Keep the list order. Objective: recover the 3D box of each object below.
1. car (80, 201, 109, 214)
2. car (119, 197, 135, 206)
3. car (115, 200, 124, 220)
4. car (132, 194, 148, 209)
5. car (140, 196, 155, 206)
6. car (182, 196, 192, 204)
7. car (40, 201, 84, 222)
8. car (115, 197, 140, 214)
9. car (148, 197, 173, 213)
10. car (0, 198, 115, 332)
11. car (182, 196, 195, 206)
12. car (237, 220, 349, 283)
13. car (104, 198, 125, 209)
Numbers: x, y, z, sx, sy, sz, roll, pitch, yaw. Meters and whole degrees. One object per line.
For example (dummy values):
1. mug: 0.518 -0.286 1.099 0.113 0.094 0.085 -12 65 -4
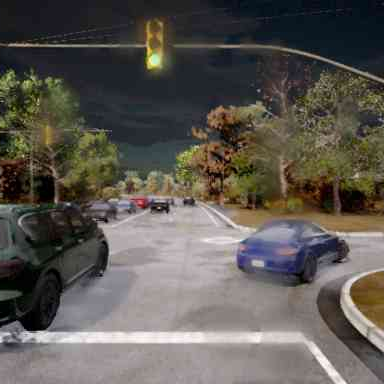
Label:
1. car: -10.660 1.646 36.647 1.895 1.301 4.718 0 0 0
2. car: -10.998 1.575 56.740 1.837 1.490 4.892 0 0 -2
3. car: -7.071 1.580 26.253 2.033 1.411 5.357 0 0 -1
4. car: -7.251 1.280 45.648 2.150 2.045 5.566 0 0 -1
5. car: -7.505 1.548 56.638 1.882 1.535 5.008 0 0 -1
6. car: -1.018 1.600 68.000 1.812 1.442 4.674 0 0 -3
7. car: -10.604 1.559 27.539 1.812 1.442 4.674 0 0 0
8. car: -7.154 1.570 35.713 1.812 1.442 4.674 0 0 0
9. car: -3.474 1.524 37.343 1.882 1.535 5.008 0 0 -1
10. car: -3.401 1.231 6.984 2.150 2.045 5.566 0 0 0
11. car: -0.531 1.550 57.854 1.882 1.535 5.008 0 0 -2
12. car: 3.039 1.538 9.778 1.812 1.442 4.674 -1 -1 39
13. car: -10.758 1.583 46.480 1.812 1.442 4.674 0 0 -1
